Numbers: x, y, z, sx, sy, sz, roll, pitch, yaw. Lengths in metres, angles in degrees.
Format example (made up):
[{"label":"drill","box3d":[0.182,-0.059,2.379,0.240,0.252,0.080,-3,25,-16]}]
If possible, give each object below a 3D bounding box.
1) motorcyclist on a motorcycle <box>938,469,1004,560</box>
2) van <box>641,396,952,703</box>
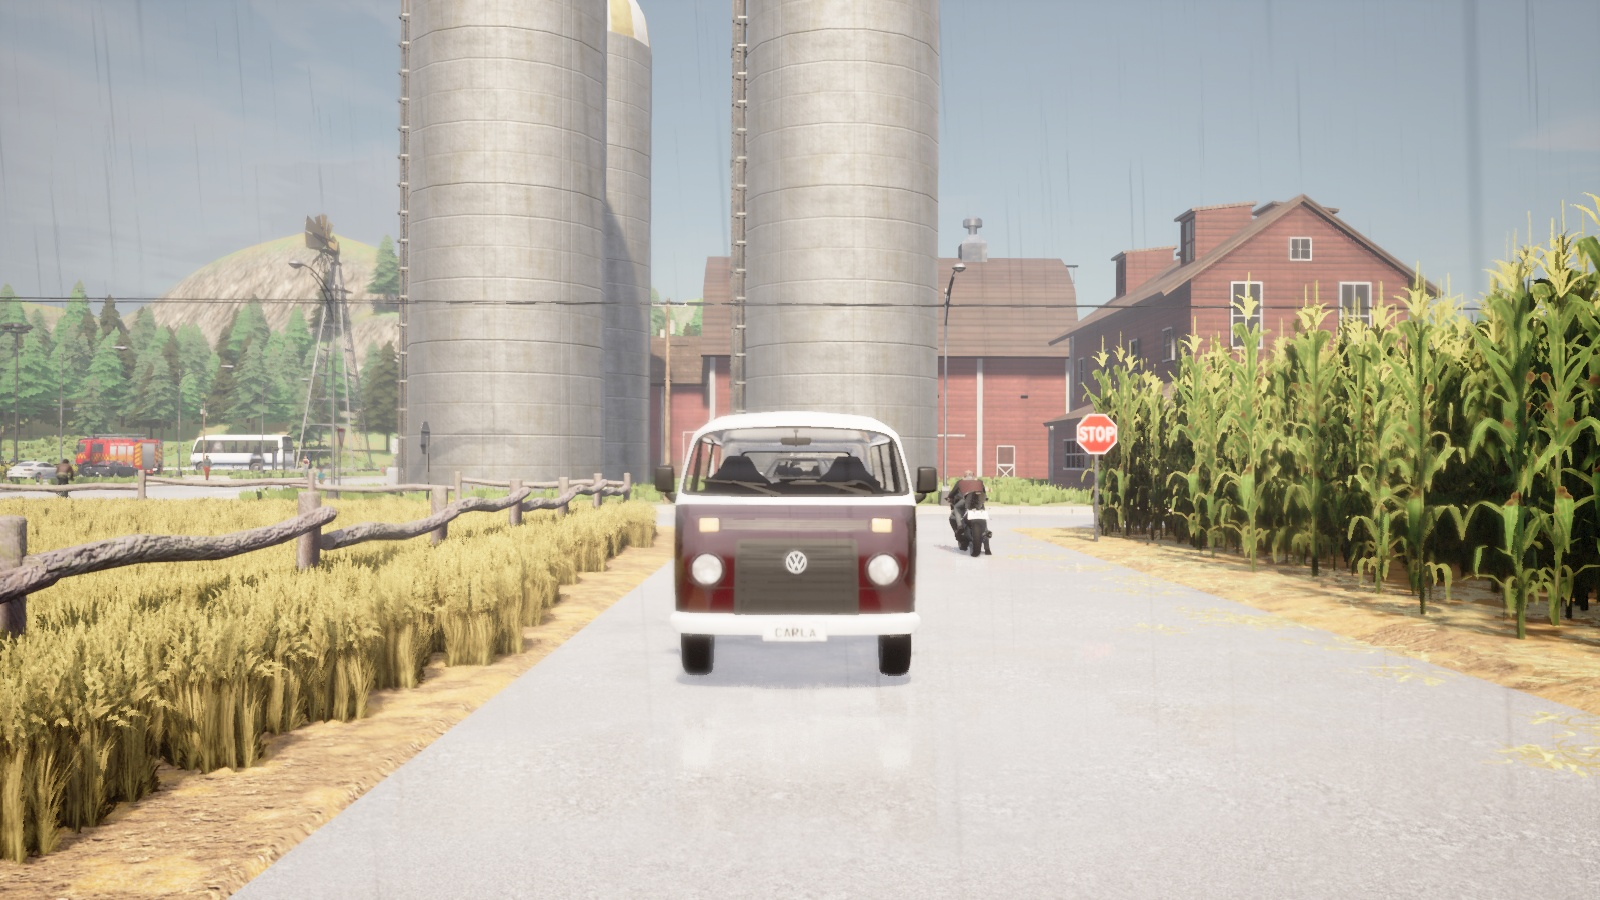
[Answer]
[{"label":"motorcyclist on a motorcycle","box3d":[3.036,1.112,22.452,0.866,1.530,2.191,0,-1,0]},{"label":"van","box3d":[-0.032,0.692,10.636,2.069,2.038,4.480,0,-1,0]}]
